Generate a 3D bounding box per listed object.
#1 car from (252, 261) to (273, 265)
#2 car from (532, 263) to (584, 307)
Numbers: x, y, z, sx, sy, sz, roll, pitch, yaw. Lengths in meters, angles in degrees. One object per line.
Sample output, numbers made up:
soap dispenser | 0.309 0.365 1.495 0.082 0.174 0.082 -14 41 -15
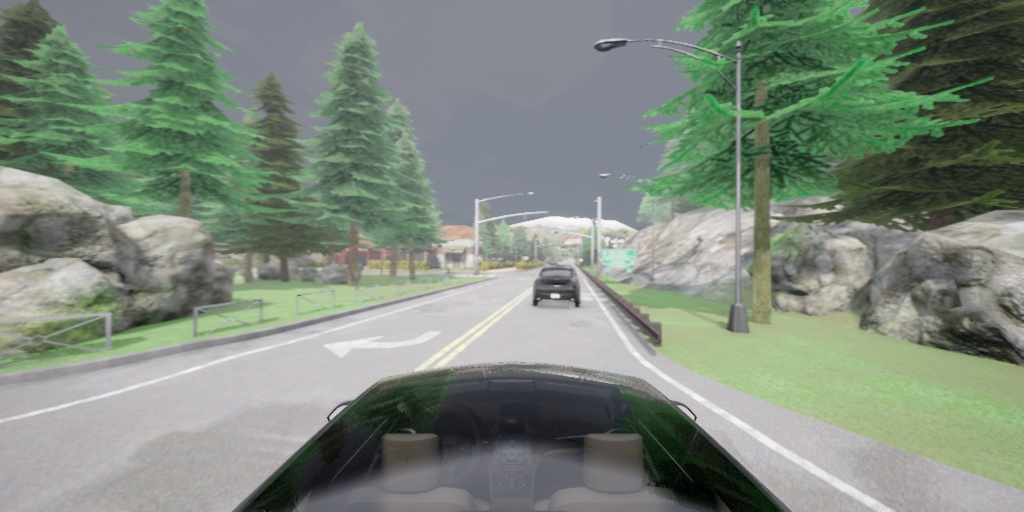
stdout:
car | -35.557 1.416 51.705 4.674 1.442 1.812 1 0 16
car | 1.955 1.208 15.307 1.837 1.490 4.892 0 0 9
